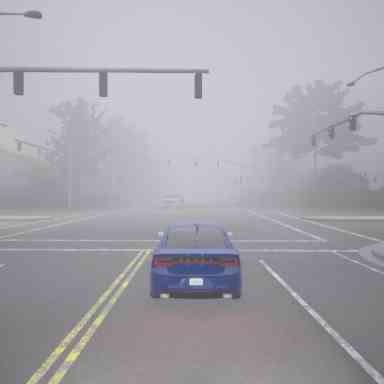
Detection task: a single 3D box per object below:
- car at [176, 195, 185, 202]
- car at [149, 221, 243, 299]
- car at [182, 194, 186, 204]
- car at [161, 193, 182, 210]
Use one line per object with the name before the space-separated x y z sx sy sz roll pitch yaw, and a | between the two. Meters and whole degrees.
car | -2.483 1.524 74.725 1.812 1.442 4.674 0 0 0
car | 0.086 1.478 8.515 1.882 1.535 5.008 0 0 0
car | -2.649 1.222 62.593 2.150 2.045 5.566 0 0 1
car | -2.747 1.221 43.727 2.150 2.045 5.566 0 0 -1
